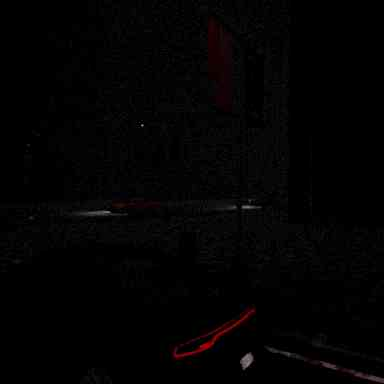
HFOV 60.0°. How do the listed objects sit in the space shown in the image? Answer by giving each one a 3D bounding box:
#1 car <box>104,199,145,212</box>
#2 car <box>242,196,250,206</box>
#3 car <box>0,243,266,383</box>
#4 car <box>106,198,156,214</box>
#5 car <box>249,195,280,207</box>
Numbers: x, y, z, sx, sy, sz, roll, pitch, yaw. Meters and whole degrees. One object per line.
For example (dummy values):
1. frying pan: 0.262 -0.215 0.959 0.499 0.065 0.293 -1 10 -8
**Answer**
1. car: -7.751 1.495 38.267 4.181 1.385 1.994 0 0 -42
2. car: 10.035 1.308 53.950 4.553 1.767 2.097 0 0 -41
3. car: -1.502 1.477 4.640 5.008 1.535 1.882 0 0 34
4. car: -6.156 1.422 35.336 5.008 1.535 1.882 0 0 -42
5. car: 11.528 1.461 50.941 4.902 1.511 2.128 0 0 -41
